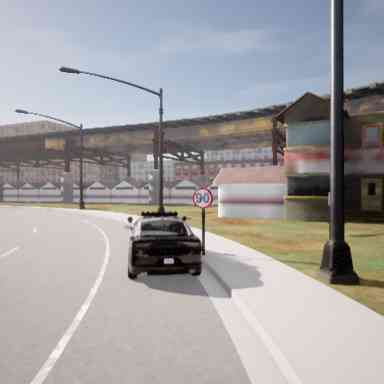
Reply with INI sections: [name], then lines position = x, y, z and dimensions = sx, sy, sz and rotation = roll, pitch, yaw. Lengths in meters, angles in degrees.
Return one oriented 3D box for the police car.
[police car]
position = -1.019, 1.415, 10.307
dimensions = 1.930, 1.638, 5.238
rotation = 0, 0, -11
